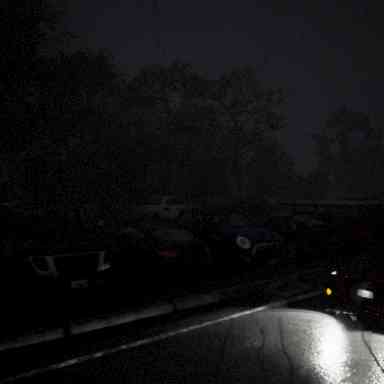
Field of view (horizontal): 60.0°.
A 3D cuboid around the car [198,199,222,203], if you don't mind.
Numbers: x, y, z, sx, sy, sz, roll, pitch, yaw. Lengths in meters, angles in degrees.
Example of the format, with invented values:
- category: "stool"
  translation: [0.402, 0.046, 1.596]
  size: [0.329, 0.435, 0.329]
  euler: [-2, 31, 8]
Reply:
- category: "car"
  translation: [-0.281, 1.602, 26.622]
  size: [1.946, 1.575, 5.366]
  euler: [1, 0, -36]

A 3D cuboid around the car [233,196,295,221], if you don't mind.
- category: "car"
  translation: [6.624, 1.419, 31.285]
  size: [2.435, 2.045, 5.566]
  euler: [0, 0, -36]

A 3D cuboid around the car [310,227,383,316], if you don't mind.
- category: "car"
  translation: [4.672, 1.625, 7.005]
  size: [4.181, 1.385, 1.994]
  euler: [1, 0, -35]

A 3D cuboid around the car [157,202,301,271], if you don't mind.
- category: "car"
  translation: [0.997, 1.412, 11.276]
  size: [2.185, 1.767, 4.553]
  euler: [1, 0, -36]

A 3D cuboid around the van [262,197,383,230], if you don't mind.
- category: "van"
  translation: [5.512, 1.360, 14.602]
  size: [1.878, 1.987, 4.442]
  euler: [1, 0, -36]

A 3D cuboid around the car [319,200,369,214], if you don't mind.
- category: "car"
  translation: [17.912, 1.722, 39.367]
  size: [2.231, 1.521, 4.892]
  euler: [0, 0, -36]

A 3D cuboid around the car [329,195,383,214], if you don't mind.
- category: "car"
  translation: [20.184, 1.471, 40.960]
  size: [2.435, 2.045, 5.566]
  euler: [0, 0, -35]

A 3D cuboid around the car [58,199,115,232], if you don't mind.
- category: "car"
  translation: [-6.970, 1.409, 21.659]
  size: [2.185, 1.767, 4.553]
  euler: [1, 0, -35]

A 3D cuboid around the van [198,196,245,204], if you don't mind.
- category: "van"
  translation: [2.019, 1.403, 28.178]
  size: [1.878, 1.987, 4.442]
  euler: [1, 0, -36]

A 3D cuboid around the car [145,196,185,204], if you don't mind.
- category: "car"
  translation: [-2.448, 1.330, 24.882]
  size: [2.435, 2.045, 5.566]
  euler: [1, 0, -36]

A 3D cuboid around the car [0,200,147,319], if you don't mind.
- category: "car"
  translation: [-3.531, 1.239, 7.971]
  size: [2.435, 2.045, 5.566]
  euler: [1, 0, -36]

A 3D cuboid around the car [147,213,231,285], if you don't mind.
- category: "car"
  translation: [-1.266, 1.554, 9.619]
  size: [2.002, 1.452, 4.674]
  euler: [1, 0, -36]

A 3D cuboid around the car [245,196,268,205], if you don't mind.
- category: "car"
  translation: [4.330, 1.401, 29.719]
  size: [2.435, 2.045, 5.566]
  euler: [1, 0, -36]

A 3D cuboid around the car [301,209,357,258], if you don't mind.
- category: "car"
  translation: [3.300, 1.563, 12.872]
  size: [2.231, 1.521, 4.892]
  euler: [1, 0, -36]

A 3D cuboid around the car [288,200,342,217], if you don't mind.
- category: "car"
  translation: [13.279, 1.707, 36.296]
  size: [1.946, 1.575, 5.366]
  euler: [0, 0, -35]

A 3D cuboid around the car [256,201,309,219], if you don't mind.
- category: "car"
  translation: [8.848, 1.717, 32.942]
  size: [2.163, 1.488, 4.792]
  euler: [0, 0, -35]

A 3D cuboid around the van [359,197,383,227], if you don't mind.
- category: "van"
  translation: [7.794, 1.384, 16.230]
  size: [1.878, 1.987, 4.442]
  euler: [1, 0, -36]

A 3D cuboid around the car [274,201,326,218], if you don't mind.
- category: "car"
  translation: [11.147, 1.732, 34.511]
  size: [2.163, 1.488, 4.792]
  euler: [0, 0, -36]

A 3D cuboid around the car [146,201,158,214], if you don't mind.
- category: "car"
  translation: [-4.676, 1.587, 23.222]
  size: [2.163, 1.488, 4.792]
  euler: [1, 0, -36]

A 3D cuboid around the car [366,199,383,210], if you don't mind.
- category: "car"
  translation: [26.942, 1.729, 45.826]
  size: [2.231, 1.521, 4.892]
  euler: [0, 0, -36]
